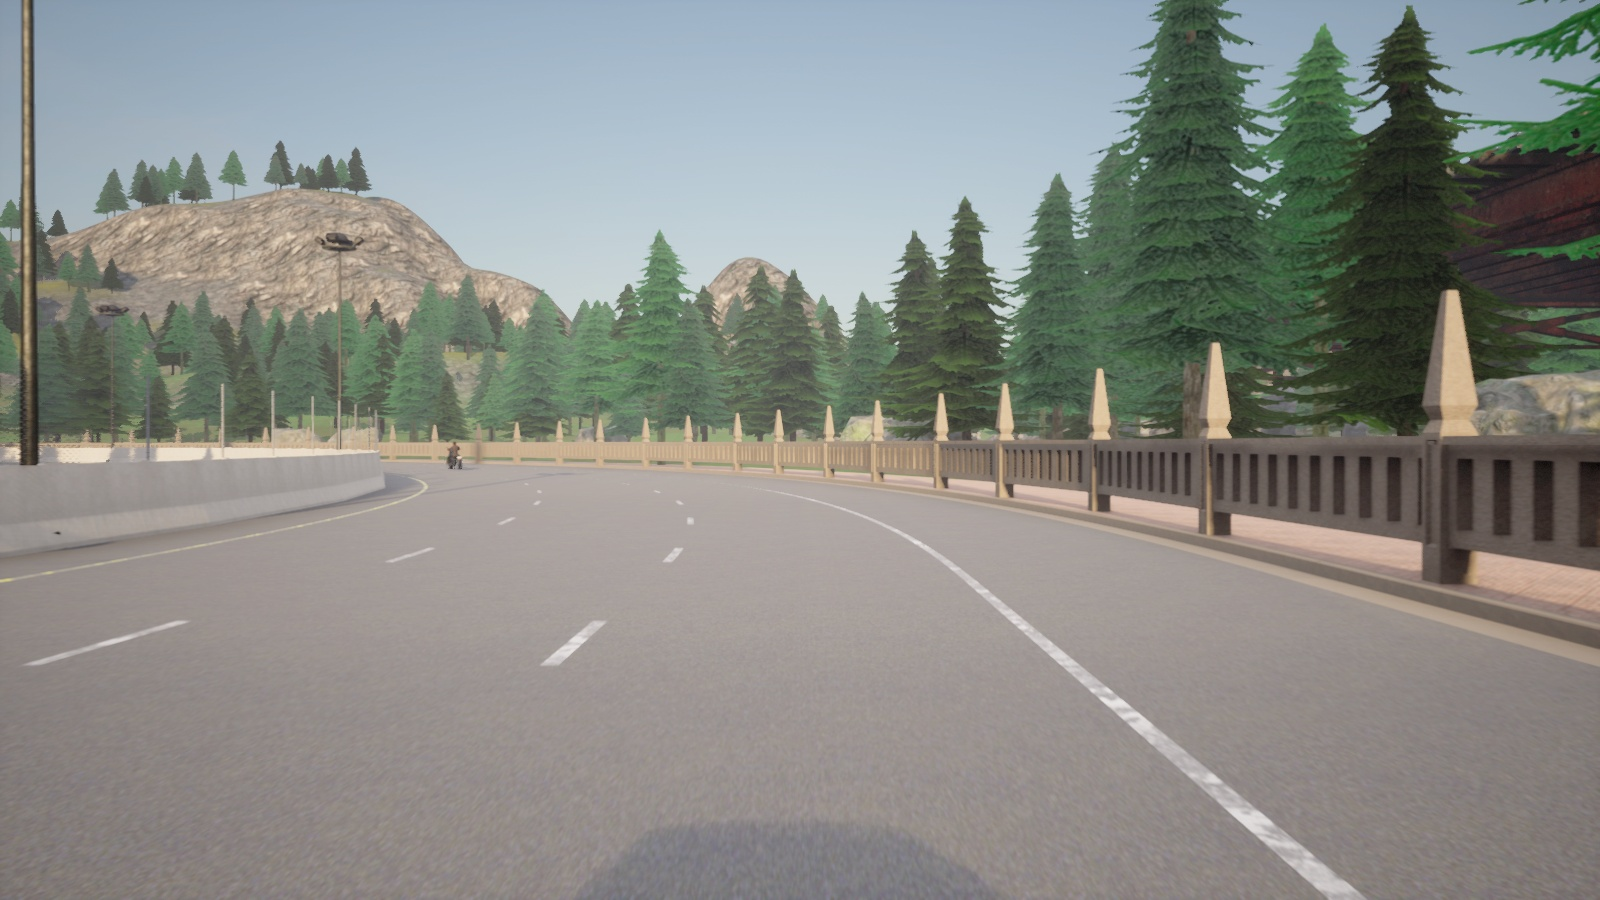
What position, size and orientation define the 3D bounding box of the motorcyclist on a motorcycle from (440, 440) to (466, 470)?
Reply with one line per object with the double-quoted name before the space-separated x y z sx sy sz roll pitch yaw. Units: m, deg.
"motorcyclist on a motorcycle" -19.527 0.283 70.588 0.766 1.649 2.350 -1 1 -32
